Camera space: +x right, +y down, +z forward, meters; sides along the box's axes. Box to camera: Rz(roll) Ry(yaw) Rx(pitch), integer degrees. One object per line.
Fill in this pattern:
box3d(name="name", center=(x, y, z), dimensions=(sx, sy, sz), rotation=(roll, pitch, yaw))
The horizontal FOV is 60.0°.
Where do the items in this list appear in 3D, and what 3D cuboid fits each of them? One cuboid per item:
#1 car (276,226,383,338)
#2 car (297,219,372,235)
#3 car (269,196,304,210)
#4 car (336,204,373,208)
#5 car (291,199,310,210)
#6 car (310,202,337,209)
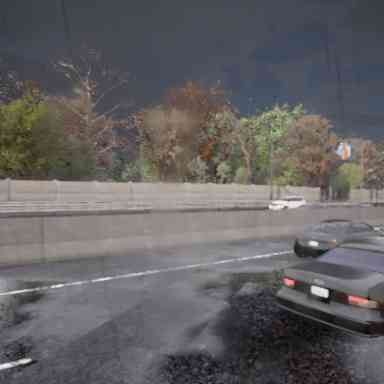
box3d(name="car", center=(4.022, 1.617, 6.617), dimensions=(5.357, 1.411, 2.033), rotation=(1, 0, -35))
box3d(name="car", center=(5.597, 1.678, 12.033), dimensions=(4.181, 1.385, 1.994), rotation=(1, 0, -36))
box3d(name="car", center=(12.466, 1.576, 42.956), dimensions=(5.566, 2.045, 2.150), rotation=(1, -1, -35))
box3d(name="car", center=(16.847, 1.933, 33.196), dimensions=(4.718, 1.301, 1.895), rotation=(1, 0, -35))
box3d(name="car", center=(14.554, 1.880, 40.152), dimensions=(4.674, 1.442, 1.812), rotation=(1, -1, -35))
box3d(name="car", center=(15.431, 1.941, 36.481), dimensions=(4.718, 1.301, 1.895), rotation=(1, 0, -35))
